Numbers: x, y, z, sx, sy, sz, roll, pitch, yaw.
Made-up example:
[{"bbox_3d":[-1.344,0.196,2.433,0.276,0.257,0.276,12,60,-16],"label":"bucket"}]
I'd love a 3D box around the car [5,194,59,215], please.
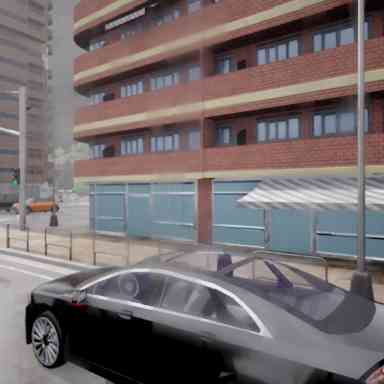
[{"bbox_3d":[-16.226,1.345,34.442,2.097,1.767,4.553,0,0,36],"label":"car"}]

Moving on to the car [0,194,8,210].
[{"bbox_3d":[-20.151,1.214,34.999,2.150,2.045,5.566,0,0,35],"label":"car"}]

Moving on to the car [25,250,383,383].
[{"bbox_3d":[-0.140,1.491,4.088,4.902,1.511,2.128,0,0,35],"label":"car"}]
